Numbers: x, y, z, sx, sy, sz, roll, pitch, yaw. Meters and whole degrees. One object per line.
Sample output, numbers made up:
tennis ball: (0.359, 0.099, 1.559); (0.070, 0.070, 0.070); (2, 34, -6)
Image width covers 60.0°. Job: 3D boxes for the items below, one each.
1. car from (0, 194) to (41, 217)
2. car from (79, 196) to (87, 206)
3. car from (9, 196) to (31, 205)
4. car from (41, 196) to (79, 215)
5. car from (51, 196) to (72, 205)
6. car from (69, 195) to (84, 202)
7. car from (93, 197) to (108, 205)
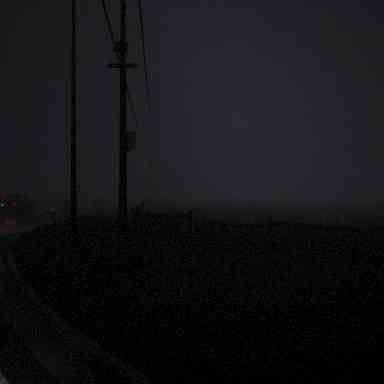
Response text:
car: (-16.549, 1.213, 31.358); (2.150, 2.045, 5.566); (0, 0, -6)
car: (-19.011, 1.512, 55.519); (1.812, 1.442, 4.674); (0, 0, -6)
car: (-29.777, 1.509, 57.605); (1.812, 1.442, 4.674); (0, 0, -6)
car: (-13.259, 1.469, 33.604); (1.882, 1.535, 5.008); (0, 0, -6)
car: (-22.951, 1.532, 58.678); (2.033, 1.411, 5.357); (0, 0, -6)
car: (-24.007, 1.368, 69.044); (1.994, 1.385, 4.181); (0, 0, -6)
car: (-15.599, 1.550, 56.568); (1.994, 1.385, 4.181); (0, 0, -6)
